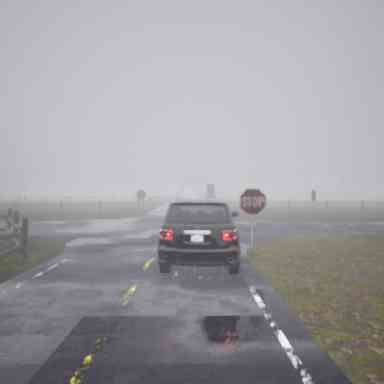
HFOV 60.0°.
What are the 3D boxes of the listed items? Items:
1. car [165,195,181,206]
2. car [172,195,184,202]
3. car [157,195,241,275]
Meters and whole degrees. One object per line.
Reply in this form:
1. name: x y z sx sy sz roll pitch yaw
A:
1. car: -2.832 1.314 51.348 2.128 1.511 4.902 0 0 0
2. car: -2.764 1.278 67.243 2.033 1.411 5.357 0 0 0
3. car: 0.321 1.197 10.567 2.150 2.045 5.566 0 0 4
